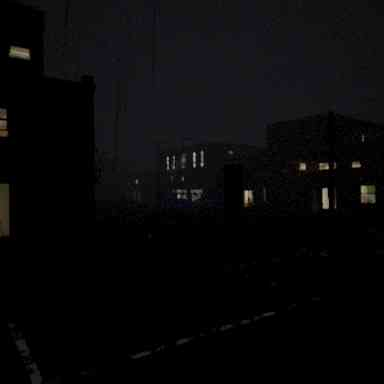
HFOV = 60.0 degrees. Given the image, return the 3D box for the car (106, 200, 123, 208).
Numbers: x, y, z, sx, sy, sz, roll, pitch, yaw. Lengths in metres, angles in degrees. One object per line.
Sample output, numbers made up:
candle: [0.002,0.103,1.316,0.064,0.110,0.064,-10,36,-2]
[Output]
car: [-15.746,2.400,67.248,1.802,1.307,4.206,-2,0,-36]

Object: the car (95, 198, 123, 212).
car: [-12.522,1.979,48.645,2.192,1.841,5.009,-2,0,-36]

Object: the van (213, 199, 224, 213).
van: [4.249,1.674,39.808,1.690,1.788,3.998,-2,0,-36]

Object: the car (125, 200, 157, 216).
car: [-5.748,2.025,39.361,1.752,1.417,4.829,-2,0,-36]

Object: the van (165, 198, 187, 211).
van: [-2.418,1.836,48.953,1.690,1.788,3.998,-2,0,-36]

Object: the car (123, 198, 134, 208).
car: [-12.420,2.052,62.674,2.192,1.841,5.009,-2,0,-36]

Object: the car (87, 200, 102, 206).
car: [-22.414,2.562,76.395,1.802,1.307,4.206,-2,0,-36]
